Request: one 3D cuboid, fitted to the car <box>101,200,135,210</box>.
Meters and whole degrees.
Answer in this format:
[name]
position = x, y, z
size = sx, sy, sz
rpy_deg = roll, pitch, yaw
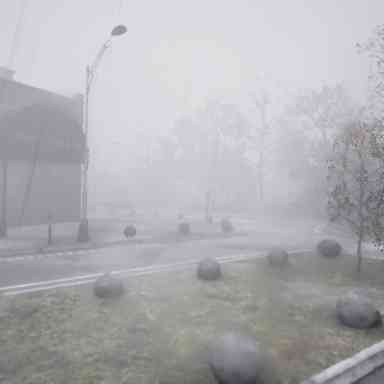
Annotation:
[car]
position = -9.775, 1.682, 43.764
size = 4.718, 1.301, 1.895
rpy_deg = 1, -1, 35
